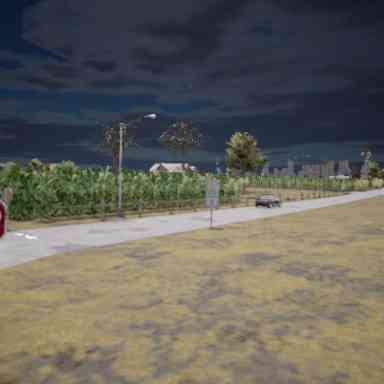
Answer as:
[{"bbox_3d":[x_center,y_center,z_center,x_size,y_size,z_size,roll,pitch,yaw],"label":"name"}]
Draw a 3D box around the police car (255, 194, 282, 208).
[{"bbox_3d":[9.395,1.066,40.795,1.930,1.638,5.238,3,2,36],"label":"police car"}]
